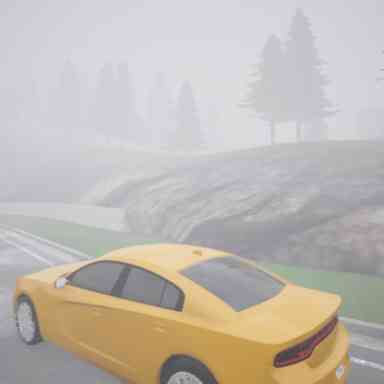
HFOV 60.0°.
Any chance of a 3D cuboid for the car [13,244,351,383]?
[{"bbox_3d":[-0.589,1.479,4.596,5.008,1.535,1.882,0,0,38],"label":"car"}]
